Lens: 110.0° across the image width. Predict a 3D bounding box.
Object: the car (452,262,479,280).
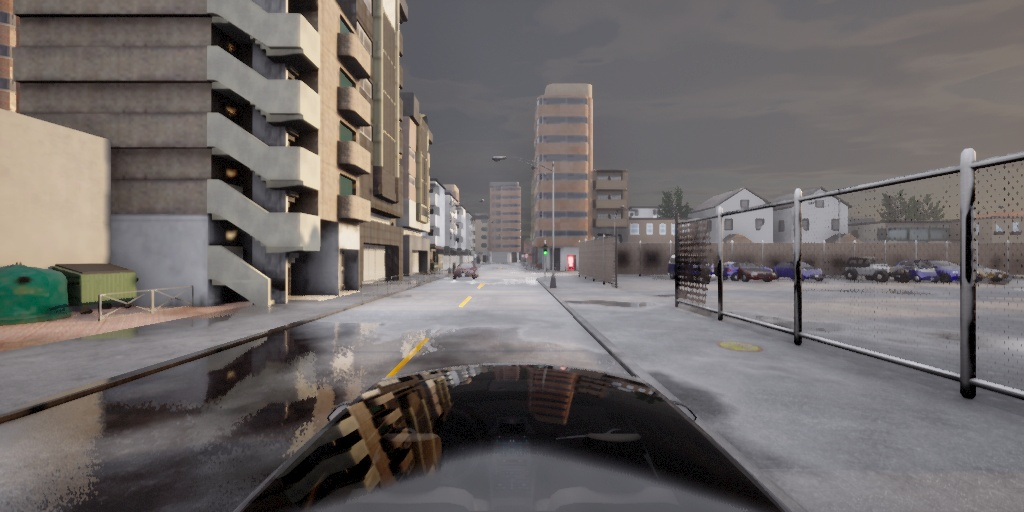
[{"bbox_3d":[-4.000,1.280,31.760,1.812,1.442,4.674,0,0,0],"label":"car"}]
